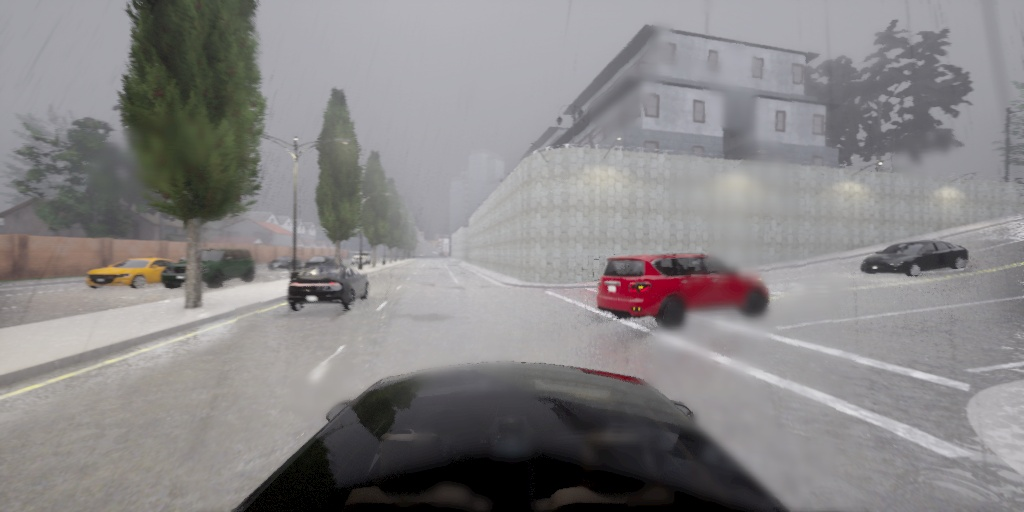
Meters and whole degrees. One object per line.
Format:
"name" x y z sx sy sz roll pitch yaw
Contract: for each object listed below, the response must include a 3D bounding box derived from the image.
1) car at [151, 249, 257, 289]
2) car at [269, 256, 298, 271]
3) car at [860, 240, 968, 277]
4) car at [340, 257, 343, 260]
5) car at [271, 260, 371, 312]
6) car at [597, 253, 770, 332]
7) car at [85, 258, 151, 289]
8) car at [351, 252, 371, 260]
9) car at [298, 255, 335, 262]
"car" -16.350 0.639 19.780 2.150 2.045 5.566 1 0 -12
"car" -23.653 0.719 37.627 2.128 1.511 4.902 1 0 -12
"car" 19.630 0.069 17.557 4.892 1.490 1.837 -6 2 -12
"car" -27.115 0.592 54.379 2.128 1.511 4.902 1 0 -11
"car" -6.648 1.082 13.413 2.128 1.511 4.902 1 0 -12
"car" 5.264 0.931 11.016 5.566 2.045 2.150 -2 -1 -23
"car" -19.826 0.844 19.283 1.882 1.535 5.008 1 0 -12
"car" -24.210 0.352 57.768 2.150 2.045 5.566 1 0 -12
"car" -20.029 0.762 37.388 1.882 1.535 5.008 1 0 -12
